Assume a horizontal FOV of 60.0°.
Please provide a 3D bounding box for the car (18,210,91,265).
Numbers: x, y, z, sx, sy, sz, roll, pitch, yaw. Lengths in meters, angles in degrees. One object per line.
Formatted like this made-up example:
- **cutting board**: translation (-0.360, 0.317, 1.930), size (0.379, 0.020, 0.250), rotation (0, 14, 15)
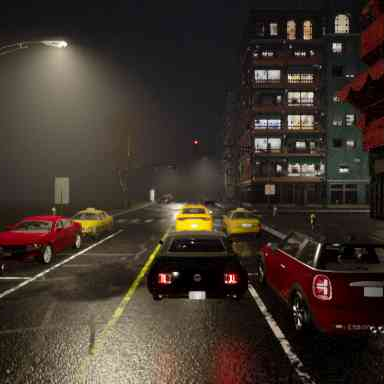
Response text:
- **car**: translation (-5.305, 1.548, 11.785), size (1.887, 1.381, 4.507), rotation (1, 0, 0)

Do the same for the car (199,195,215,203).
- **car**: translation (2.579, 1.565, 50.261), size (2.008, 1.369, 4.403), rotation (1, 0, 0)

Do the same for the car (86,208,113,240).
- **car**: translation (-5.304, 1.529, 17.151), size (1.752, 1.417, 4.829), rotation (1, 0, 0)

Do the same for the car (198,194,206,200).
- **car**: translation (2.580, 1.599, 61.583), size (1.802, 1.307, 4.206), rotation (1, 0, 0)

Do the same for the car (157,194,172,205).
- **car**: translation (-5.299, 1.457, 61.107), size (1.967, 1.590, 4.097), rotation (1, 0, 0)

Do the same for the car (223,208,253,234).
- **car**: translation (2.576, 1.530, 17.917), size (1.752, 1.417, 4.829), rotation (1, 0, 0)

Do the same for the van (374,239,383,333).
- **van**: translation (2.576, 1.341, 1.112), size (1.690, 1.788, 3.998), rotation (1, 0, 0)

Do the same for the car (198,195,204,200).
- **car**: translation (2.584, 1.555, 95.720), size (1.752, 1.417, 4.829), rotation (1, 0, 0)

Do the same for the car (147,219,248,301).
- **car**: translation (0.101, 1.603, 8.300), size (1.895, 1.301, 4.718), rotation (0, 0, 0)

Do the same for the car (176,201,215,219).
- **car**: translation (0.104, 1.482, 18.417), size (1.882, 1.535, 5.008), rotation (0, 0, 0)

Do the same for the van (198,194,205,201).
- **van**: translation (2.585, 1.369, 89.889), size (1.690, 1.788, 3.998), rotation (1, 0, 0)

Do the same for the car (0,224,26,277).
- **car**: translation (-5.306, 1.552, 6.248), size (2.008, 1.369, 4.403), rotation (1, 0, 0)

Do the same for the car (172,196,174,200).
- **car**: translation (-5.297, 1.334, 66.762), size (2.192, 1.841, 5.009), rotation (1, 0, 0)

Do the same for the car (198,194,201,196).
- **car**: translation (2.581, 1.587, 72.905), size (1.947, 1.339, 4.313), rotation (1, 0, 0)

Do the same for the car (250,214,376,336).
- **car**: translation (2.576, 1.442, 6.658), size (1.967, 1.590, 4.097), rotation (1, 0, 0)

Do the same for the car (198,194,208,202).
- **car**: translation (2.585, 1.338, 78.567), size (2.192, 1.841, 5.009), rotation (1, 0, 0)
